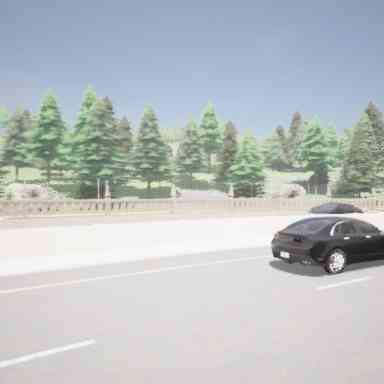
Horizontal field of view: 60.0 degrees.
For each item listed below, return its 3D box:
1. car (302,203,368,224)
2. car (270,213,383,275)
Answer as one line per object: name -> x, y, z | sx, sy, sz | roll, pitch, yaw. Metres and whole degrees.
car -> 10.868, 1.565, 25.272 | 4.674, 1.442, 1.812 | 0, 0, -22
car -> 4.704, 1.521, 10.505 | 4.892, 1.490, 1.837 | 0, 0, -30
